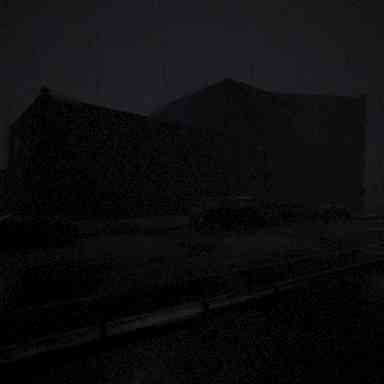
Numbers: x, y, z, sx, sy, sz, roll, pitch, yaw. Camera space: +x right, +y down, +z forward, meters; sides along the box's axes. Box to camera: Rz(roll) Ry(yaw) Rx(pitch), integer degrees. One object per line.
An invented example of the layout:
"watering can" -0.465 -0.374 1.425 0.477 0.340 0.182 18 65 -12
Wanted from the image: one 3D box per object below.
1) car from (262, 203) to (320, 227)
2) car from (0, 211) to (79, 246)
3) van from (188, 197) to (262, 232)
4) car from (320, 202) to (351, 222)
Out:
"car" 6.376 1.528 23.235 4.792 1.488 2.163 0 0 -36
"car" -7.069 1.502 13.597 4.674 1.452 2.002 0 0 -36
"van" 1.816 1.260 19.965 4.442 1.987 1.878 0 0 -36
"car" 10.833 1.551 26.451 4.674 1.452 2.002 0 -2 -36
